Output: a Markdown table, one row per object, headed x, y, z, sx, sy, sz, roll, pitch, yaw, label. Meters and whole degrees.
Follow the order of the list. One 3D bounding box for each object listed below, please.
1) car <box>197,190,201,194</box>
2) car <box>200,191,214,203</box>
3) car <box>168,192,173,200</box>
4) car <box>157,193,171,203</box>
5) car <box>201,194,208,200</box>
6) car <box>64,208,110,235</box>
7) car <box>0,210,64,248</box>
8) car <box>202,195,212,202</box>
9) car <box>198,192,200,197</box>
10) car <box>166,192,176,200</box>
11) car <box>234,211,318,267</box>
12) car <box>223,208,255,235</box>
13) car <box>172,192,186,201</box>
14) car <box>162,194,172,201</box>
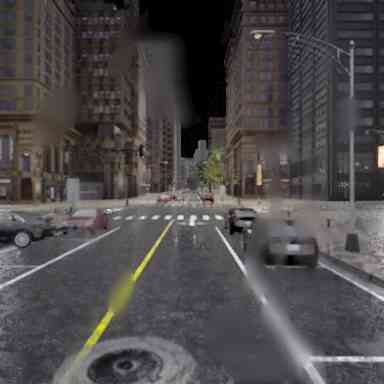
| x | y | z | sx | sy | sz | roll | pitch | yaw | label |
| --- | --- | --- | --- | --- | --- | --- | --- | --- | --- |
| 3.235 | 0.970 | 95.070 | 1.967 | 1.590 | 4.097 | 1 | 1 | 0 | car |
| 3.023 | 1.081 | 61.825 | 2.192 | 1.841 | 5.009 | 0 | 0 | 0 | car |
| -5.468 | 1.283 | 67.419 | 2.008 | 1.369 | 4.403 | 0 | 0 | 0 | car |
| -5.503 | 1.309 | 61.879 | 1.887 | 1.381 | 4.507 | 0 | 0 | 0 | car |
| 3.165 | 1.146 | 84.159 | 1.752 | 1.417 | 4.829 | 1 | 0 | 0 | car |
| -5.760 | 1.543 | 18.512 | 1.802 | 1.307 | 4.206 | 0 | 0 | 0 | car |
| -7.497 | 1.365 | 12.587 | 4.403 | 1.369 | 2.008 | -1 | 1 | -9 | car |
| 3.057 | 1.278 | 67.367 | 1.887 | 1.381 | 4.507 | 0 | 0 | 0 | car |
| 3.128 | 1.228 | 78.448 | 1.947 | 1.339 | 4.313 | 1 | 0 | 0 | car |
| -5.360 | 0.936 | 84.038 | 2.192 | 1.841 | 5.009 | 1 | 0 | 0 | car |
| 2.766 | 1.548 | 11.142 | 1.947 | 1.339 | 4.313 | 0 | 0 | 0 | car |
| 2.766 | 1.528 | 18.507 | 1.947 | 1.339 | 4.313 | 0 | 0 | 0 | car |
| -2.686 | 1.234 | 71.467 | 2.128 | 1.511 | 4.902 | 0 | 0 | 0 | car |
| -5.433 | 1.243 | 72.959 | 1.887 | 1.381 | 4.507 | 0 | 0 | 0 | car |
